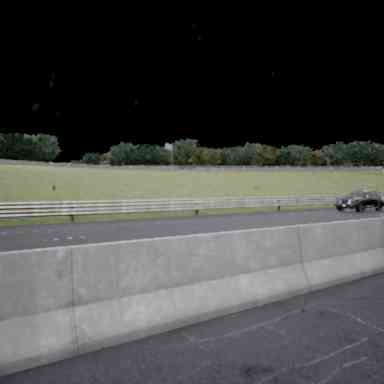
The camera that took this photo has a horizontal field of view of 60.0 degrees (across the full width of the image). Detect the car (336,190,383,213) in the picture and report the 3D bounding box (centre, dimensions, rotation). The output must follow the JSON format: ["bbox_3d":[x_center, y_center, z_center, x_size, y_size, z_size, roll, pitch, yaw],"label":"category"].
[{"bbox_3d":[16.123,0.843,31.824,5.566,2.045,2.150,-1,1,-34],"label":"car"}]
